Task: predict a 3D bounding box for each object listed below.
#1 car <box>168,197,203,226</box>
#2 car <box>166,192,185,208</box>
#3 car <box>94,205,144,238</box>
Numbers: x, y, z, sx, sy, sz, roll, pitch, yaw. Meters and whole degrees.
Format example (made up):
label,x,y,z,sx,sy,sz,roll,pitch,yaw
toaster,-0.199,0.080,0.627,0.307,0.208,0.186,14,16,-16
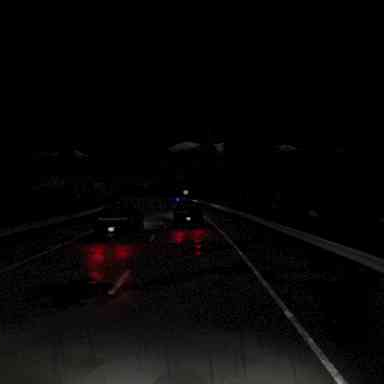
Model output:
label,x,y,z,sx,sy,sz,roll,pitch,yaw
car,-0.325,1.351,22.114,2.128,1.511,4.902,0,0,-3
car,-1.971,0.966,40.652,2.150,2.045,5.566,0,1,-7
car,-3.588,1.384,16.857,2.128,1.511,4.902,0,0,-2
